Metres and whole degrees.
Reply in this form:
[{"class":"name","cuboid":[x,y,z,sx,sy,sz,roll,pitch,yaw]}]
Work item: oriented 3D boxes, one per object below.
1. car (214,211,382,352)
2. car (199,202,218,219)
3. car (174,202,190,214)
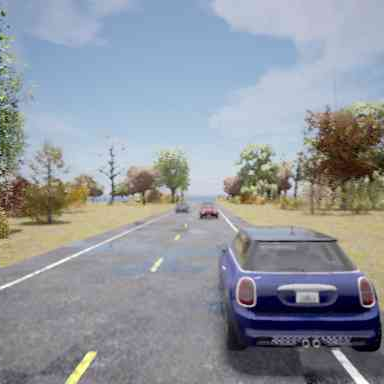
[{"class":"car","cuboid":[1.604,1.414,6.462,2.097,1.767,4.553,-1,-1,3]},{"class":"car","cuboid":[1.761,2.053,34.433,1.895,1.301,4.718,-1,-1,3]},{"class":"car","cuboid":[-1.292,2.171,45.639,1.837,1.490,4.892,-1,-1,3]}]
